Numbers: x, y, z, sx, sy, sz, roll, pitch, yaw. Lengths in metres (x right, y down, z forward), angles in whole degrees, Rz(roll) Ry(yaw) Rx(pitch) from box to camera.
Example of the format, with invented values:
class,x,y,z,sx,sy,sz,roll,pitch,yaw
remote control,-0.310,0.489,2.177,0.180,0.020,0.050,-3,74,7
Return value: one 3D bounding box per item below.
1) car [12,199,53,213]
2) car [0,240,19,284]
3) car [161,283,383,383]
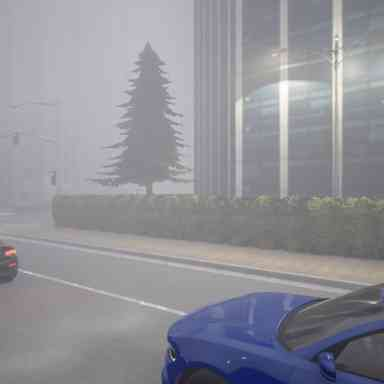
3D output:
class,x,y,z,sx,sy,sz,roll,pitch,yaw
car,-17.157,1.547,37.407,2.033,1.411,5.357,0,0,36
car,-6.134,1.526,8.321,4.674,1.442,1.812,0,0,36
car,1.994,1.478,2.571,5.008,1.535,1.882,0,0,36
